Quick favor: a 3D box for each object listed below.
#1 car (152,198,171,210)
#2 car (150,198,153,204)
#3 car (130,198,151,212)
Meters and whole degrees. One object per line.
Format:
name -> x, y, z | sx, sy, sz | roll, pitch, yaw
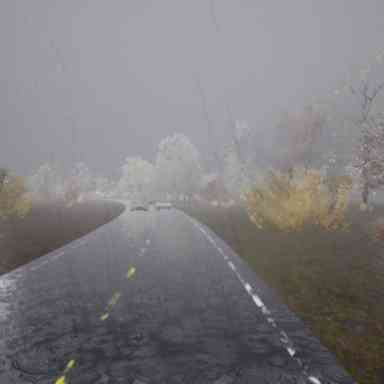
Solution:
car -> -4.059, 1.747, 46.031 | 1.895, 1.301, 4.718 | 0, 0, -10
car -> -7.861, 1.811, 64.565 | 1.895, 1.301, 4.718 | 0, 0, -13
car -> -6.337, 1.706, 40.099 | 1.994, 1.385, 4.181 | 0, 0, -9
